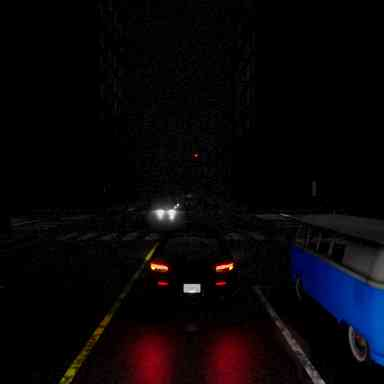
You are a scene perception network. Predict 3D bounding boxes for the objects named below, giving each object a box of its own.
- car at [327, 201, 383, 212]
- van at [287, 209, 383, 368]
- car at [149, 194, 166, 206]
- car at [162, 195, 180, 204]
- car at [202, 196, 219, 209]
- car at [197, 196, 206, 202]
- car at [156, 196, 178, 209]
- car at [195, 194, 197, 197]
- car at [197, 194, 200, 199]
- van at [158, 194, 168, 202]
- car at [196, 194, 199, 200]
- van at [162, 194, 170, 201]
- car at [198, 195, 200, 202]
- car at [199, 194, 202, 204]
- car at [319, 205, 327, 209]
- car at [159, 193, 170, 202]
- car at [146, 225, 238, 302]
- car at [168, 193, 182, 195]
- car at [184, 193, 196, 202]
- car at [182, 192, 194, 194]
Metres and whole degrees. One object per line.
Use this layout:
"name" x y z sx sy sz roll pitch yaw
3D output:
"car" 14.605 1.517 28.854 4.674 1.442 1.812 0 0 -3
"van" 2.854 1.341 5.470 1.690 1.788 3.998 0 0 0
"car" -6.025 1.301 55.594 2.192 1.841 5.009 0 0 -1
"car" -3.431 1.551 54.634 1.994 1.385 4.181 0 0 -1
"car" 2.649 1.517 44.830 1.752 1.417 4.829 0 0 -1
"car" 2.198 1.548 77.812 1.802 1.307 4.206 0 0 -1
"car" -3.303 1.593 44.632 1.895 1.301 4.718 0 0 -1
"car" 2.274 1.523 72.287 2.008 1.369 4.403 0 0 -1
"car" 2.425 1.548 61.236 1.947 1.339 4.313 0 0 -1
"van" -6.251 1.314 72.170 1.690 1.788 3.998 0 0 -1
"car" 2.349 1.522 66.762 1.887 1.381 4.507 0 0 -1
"van" -6.400 1.302 83.220 1.690 1.788 3.998 0 0 -1
"car" 2.500 1.537 55.710 2.008 1.369 4.403 0 0 -1
"car" 2.575 1.429 50.185 1.967 1.590 4.097 0 0 -1
"car" 14.420 1.584 32.105 4.718 1.301 1.895 0 0 2
"car" -6.327 1.282 77.696 2.192 1.841 5.009 0 0 -1
"car" 0.000 1.525 8.148 1.812 1.442 4.674 0 0 0
"car" -3.523 1.332 64.657 2.097 1.767 4.553 0 0 0
"car" -0.610 1.563 74.216 1.895 1.301 4.718 0 0 -1
"car" -0.746 1.078 84.216 2.150 2.045 5.566 0 0 -1
